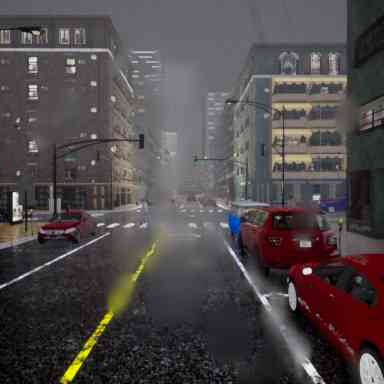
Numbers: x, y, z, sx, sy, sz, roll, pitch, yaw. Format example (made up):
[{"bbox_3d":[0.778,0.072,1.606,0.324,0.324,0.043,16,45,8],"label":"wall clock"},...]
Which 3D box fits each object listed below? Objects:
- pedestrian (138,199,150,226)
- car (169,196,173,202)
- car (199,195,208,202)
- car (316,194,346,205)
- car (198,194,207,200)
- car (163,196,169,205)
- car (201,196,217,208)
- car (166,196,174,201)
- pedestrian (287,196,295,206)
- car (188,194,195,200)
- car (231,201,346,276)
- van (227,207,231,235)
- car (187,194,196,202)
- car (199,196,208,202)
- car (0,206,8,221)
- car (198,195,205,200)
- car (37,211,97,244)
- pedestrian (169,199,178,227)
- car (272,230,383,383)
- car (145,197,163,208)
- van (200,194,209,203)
[{"bbox_3d":[-3.115,1.293,21.513,0.375,1.860,0.375,0,0,0],"label":"pedestrian"},{"bbox_3d":[-5.753,1.564,75.773,1.887,1.381,4.507,0,0,0],"label":"car"},{"bbox_3d":[2.645,1.572,53.673,1.947,1.339,4.313,0,0,0],"label":"car"},{"bbox_3d":[14.918,1.226,32.718,5.008,1.535,1.882,-1,0,0],"label":"car"},{"bbox_3d":[2.636,1.557,64.720,1.887,1.381,4.507,0,0,0],"label":"car"},{"bbox_3d":[-5.741,1.575,59.203,1.947,1.339,4.313,0,0,0],"label":"car"},{"bbox_3d":[2.649,1.585,48.150,1.802,1.307,4.206,0,0,0],"label":"car"},{"bbox_3d":[-5.761,1.610,86.820,1.802,1.307,4.206,0,0,0],"label":"car"},{"bbox_3d":[6.028,1.139,20.288,0.375,1.860,0.375,0,0,0],"label":"pedestrian"},{"bbox_3d":[-0.064,1.339,87.609,1.882,1.535,5.008,0,0,0],"label":"car"},{"bbox_3d":[2.675,1.314,10.228,2.192,1.841,5.009,0,0,0],"label":"car"},{"bbox_3d":[2.671,1.340,15.755,1.690,1.788,3.998,0,0,0],"label":"van"},{"bbox_3d":[-0.058,1.368,77.574,2.097,1.767,4.553,0,0,0],"label":"car"},{"bbox_3d":[2.628,1.585,75.767,1.947,1.339,4.313,0,0,0],"label":"car"},{"bbox_3d":[-17.629,1.809,29.259,4.181,1.385,1.994,-1,0,0],"label":"car"},{"bbox_3d":[2.615,1.558,92.507,1.752,1.417,4.829,-1,0,0],"label":"car"},{"bbox_3d":[-5.708,1.581,15.750,1.802,1.307,4.206,0,0,0],"label":"car"},{"bbox_3d":[-1.165,1.292,20.942,0.375,1.860,0.375,0,0,0],"label":"pedestrian"},{"bbox_3d":[2.681,1.544,4.699,1.887,1.381,4.507,0,0,0],"label":"car"},{"bbox_3d":[-5.732,1.569,48.156,1.947,1.339,4.313,0,0,0],"label":"car"},{"bbox_3d":[2.630,1.357,70.243,1.690,1.788,3.998,0,0,0],"label":"van"}]
